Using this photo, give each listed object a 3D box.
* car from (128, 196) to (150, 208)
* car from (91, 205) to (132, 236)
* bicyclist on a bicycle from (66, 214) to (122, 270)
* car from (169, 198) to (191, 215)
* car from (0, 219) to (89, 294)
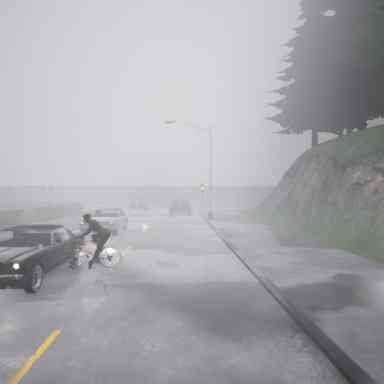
[{"bbox_3d":[-5.303,1.154,33.747,1.837,1.490,4.892,0,0,-2],"label":"car"},{"bbox_3d":[-4.783,1.601,18.570,1.895,1.301,4.718,0,0,-2],"label":"car"},{"bbox_3d":[-2.871,1.452,9.625,1.656,1.620,0.582,-1,0,-2],"label":"bicyclist on a bicycle"},{"bbox_3d":[-1.199,1.352,33.757,2.097,1.767,4.553,0,0,-2],"label":"car"},{"bbox_3d":[-4.401,1.601,8.908,1.895,1.301,4.718,0,0,-2],"label":"car"}]
